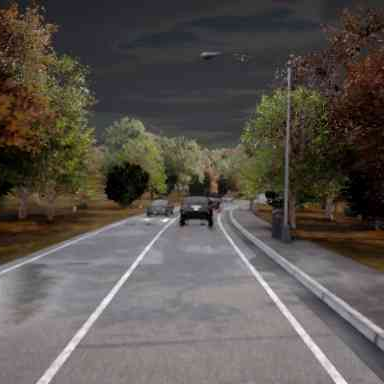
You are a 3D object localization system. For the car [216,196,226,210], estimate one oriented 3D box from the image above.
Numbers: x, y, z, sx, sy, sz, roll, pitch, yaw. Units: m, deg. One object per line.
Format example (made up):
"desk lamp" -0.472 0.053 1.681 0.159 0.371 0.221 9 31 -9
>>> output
"car" 2.714 1.452 42.307 2.128 1.511 4.902 1 0 11

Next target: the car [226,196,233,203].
"car" 7.136 1.495 69.517 1.895 1.301 4.718 2 0 22

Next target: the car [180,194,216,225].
"car" 0.401 1.175 23.572 2.150 2.045 5.566 0 0 3

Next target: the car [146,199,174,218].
"car" -2.799 1.434 29.934 1.837 1.490 4.892 0 0 6
